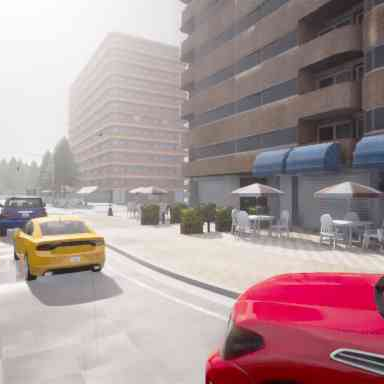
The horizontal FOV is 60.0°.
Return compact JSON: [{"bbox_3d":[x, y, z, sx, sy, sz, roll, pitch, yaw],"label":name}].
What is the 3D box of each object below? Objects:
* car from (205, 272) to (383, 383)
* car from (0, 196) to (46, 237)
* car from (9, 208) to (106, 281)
[{"bbox_3d":[2.803,1.221,2.123,5.566,2.045,2.150,0,0,33],"label":"car"},{"bbox_3d":[-9.380,1.221,18.541,2.150,2.045,5.566,0,0,-29],"label":"car"},{"bbox_3d":[-4.196,1.478,10.117,1.882,1.535,5.008,0,0,-33],"label":"car"}]
